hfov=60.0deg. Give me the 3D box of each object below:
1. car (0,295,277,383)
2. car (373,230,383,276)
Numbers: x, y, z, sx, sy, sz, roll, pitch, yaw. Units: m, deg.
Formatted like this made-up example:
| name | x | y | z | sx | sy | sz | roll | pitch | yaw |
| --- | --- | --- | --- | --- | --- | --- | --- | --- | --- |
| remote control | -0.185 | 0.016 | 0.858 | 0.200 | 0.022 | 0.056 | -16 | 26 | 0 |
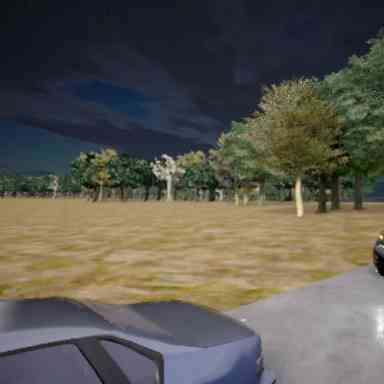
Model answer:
| name | x | y | z | sx | sy | sz | roll | pitch | yaw |
| --- | --- | --- | --- | --- | --- | --- | --- | --- | --- |
| car | -1.730 | 1.594 | 2.156 | 5.357 | 1.411 | 2.033 | 0 | -1 | -38 |
| car | 7.254 | 1.258 | 9.410 | 5.566 | 2.045 | 2.150 | 0 | -1 | -39 |
